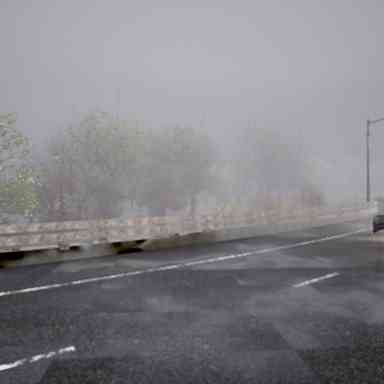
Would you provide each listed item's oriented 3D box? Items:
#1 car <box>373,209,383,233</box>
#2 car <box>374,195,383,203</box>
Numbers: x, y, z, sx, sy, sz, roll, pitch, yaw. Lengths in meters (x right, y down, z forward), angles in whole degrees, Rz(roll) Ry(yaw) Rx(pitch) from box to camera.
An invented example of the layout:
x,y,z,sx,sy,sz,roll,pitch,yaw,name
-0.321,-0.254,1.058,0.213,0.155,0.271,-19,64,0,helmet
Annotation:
x,y,z,sx,sy,sz,roll,pitch,yaw,name
11.710,1.551,18.819,1.812,1.442,4.674,0,0,44,car
38.635,1.447,67.929,1.837,1.490,4.892,0,0,12,car
